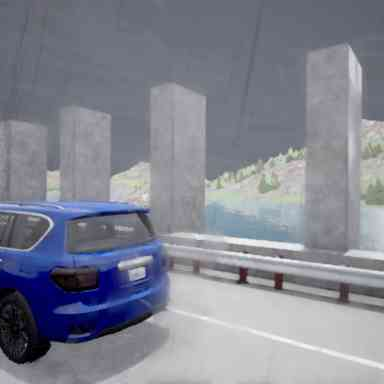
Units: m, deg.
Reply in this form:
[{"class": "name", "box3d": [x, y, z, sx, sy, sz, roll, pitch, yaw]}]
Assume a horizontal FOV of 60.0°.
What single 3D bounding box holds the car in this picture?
[{"class": "car", "box3d": [-2.941, 1.165, 5.980, 5.566, 2.045, 2.150, 1, 0, 35]}]
